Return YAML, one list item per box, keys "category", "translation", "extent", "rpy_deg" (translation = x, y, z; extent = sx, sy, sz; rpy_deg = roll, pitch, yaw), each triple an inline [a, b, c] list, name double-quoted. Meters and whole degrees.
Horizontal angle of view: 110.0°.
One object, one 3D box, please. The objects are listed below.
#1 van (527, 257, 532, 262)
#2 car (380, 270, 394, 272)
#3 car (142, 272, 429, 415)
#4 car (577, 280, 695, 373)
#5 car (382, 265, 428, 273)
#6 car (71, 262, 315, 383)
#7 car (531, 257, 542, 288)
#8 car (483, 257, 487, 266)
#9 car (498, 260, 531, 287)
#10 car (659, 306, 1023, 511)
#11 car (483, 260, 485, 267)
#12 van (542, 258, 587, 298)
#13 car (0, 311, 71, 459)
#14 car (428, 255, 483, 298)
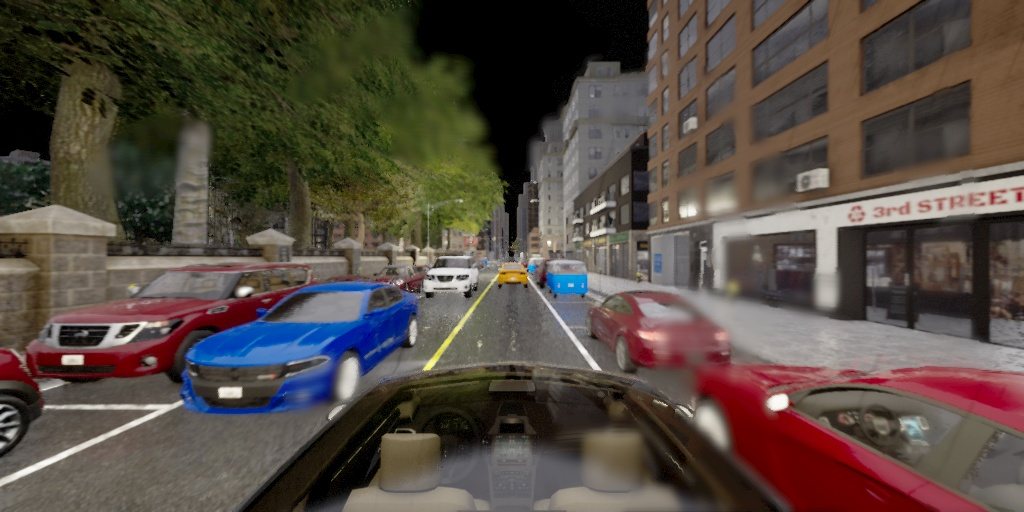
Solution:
- category: "van"
  translation: [2.665, 1.112, 34.327]
  extent: [1.690, 1.789, 3.998]
  rpy_deg: [0, 0, 0]
- category: "car"
  translation: [-5.859, 1.339, 12.706]
  extent: [1.802, 1.307, 4.207]
  rpy_deg: [0, 0, 0]
- category: "car"
  translation: [-3.092, 1.231, 6.445]
  extent: [1.882, 1.535, 5.008]
  rpy_deg: [0, 0, 0]
- category: "car"
  translation: [2.667, 1.336, 7.285]
  extent: [1.802, 1.307, 4.207]
  rpy_deg: [0, 0, 0]
- category: "car"
  translation: [-5.859, 1.200, 18.114]
  extent: [1.967, 1.591, 4.097]
  rpy_deg: [0, 0, 0]
- category: "car"
  translation: [-5.858, 1.068, 7.299]
  extent: [2.192, 1.841, 5.009]
  rpy_deg: [0, 0, 0]
- category: "car"
  translation: [2.666, 1.079, 23.510]
  extent: [2.192, 1.841, 5.009]
  rpy_deg: [0, 0, 0]
- category: "car"
  translation: [-5.862, 1.225, 61.373]
  extent: [1.967, 1.591, 4.097]
  rpy_deg: [0, 0, 0]
- category: "car"
  translation: [0.068, 1.243, 24.612]
  extent: [1.882, 1.535, 5.008]
  rpy_deg: [0, 0, 0]
- category: "car"
  translation: [2.668, 1.295, 1.877]
  extent: [1.888, 1.381, 4.507]
  rpy_deg: [0, 0, 0]
- category: "car"
  translation: [-5.861, 1.334, 55.965]
  extent: [2.007, 1.370, 4.403]
  rpy_deg: [0, 0, 0]
- category: "van"
  translation: [2.667, 1.102, 18.102]
  extent: [1.690, 1.789, 3.998]
  rpy_deg: [0, 0, 0]
- category: "car"
  translation: [-5.858, 1.190, 1.892]
  extent: [1.967, 1.591, 4.097]
  rpy_deg: [0, 0, 0]
- category: "car"
  translation: [-3.004, 0.984, 18.848]
  extent: [2.150, 2.045, 5.566]
  rpy_deg: [0, 0, 0]
